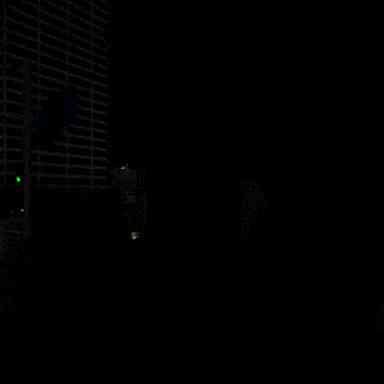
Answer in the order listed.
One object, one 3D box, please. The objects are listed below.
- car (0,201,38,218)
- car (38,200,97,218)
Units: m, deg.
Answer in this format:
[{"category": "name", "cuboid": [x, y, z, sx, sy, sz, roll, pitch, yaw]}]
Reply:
[{"category": "car", "cuboid": [-15.514, 1.547, 30.647, 2.033, 1.411, 5.357, 0, 0, 35]}, {"category": "car", "cuboid": [-11.142, 1.478, 30.767, 1.882, 1.535, 5.008, 0, 0, 35]}]
